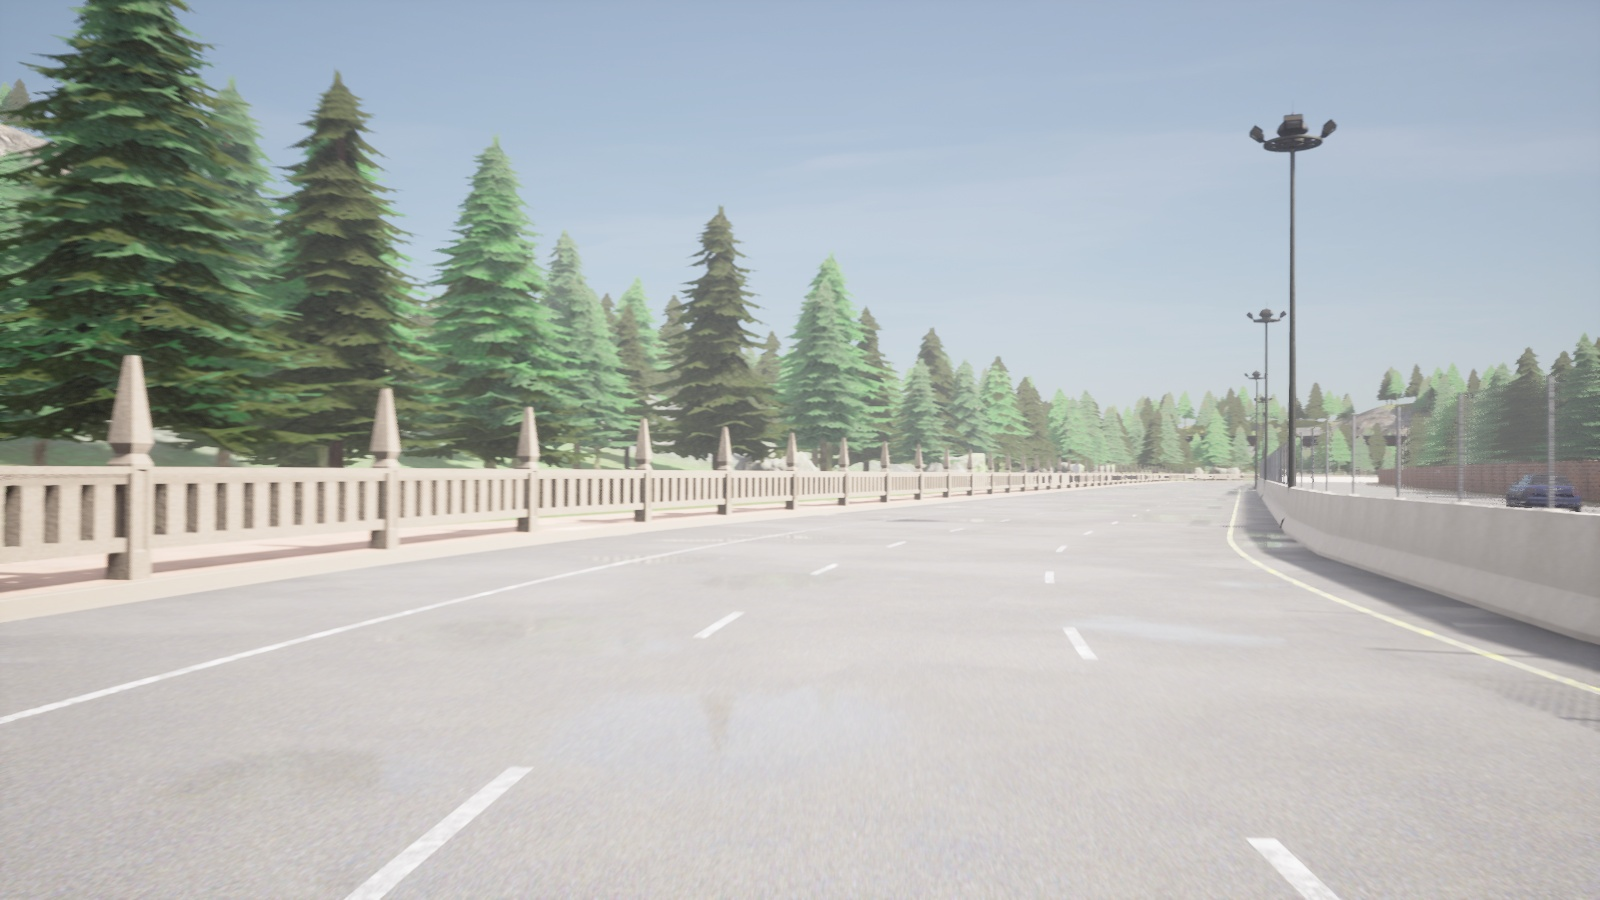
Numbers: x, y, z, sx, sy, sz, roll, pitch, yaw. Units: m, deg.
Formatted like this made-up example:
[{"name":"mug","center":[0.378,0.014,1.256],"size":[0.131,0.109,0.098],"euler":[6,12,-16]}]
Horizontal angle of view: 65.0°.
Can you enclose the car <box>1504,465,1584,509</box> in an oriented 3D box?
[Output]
[{"name":"car","center":[31.551,1.543,53.390],"size":[2.097,1.767,4.553],"euler":[0,-1,20]}]
